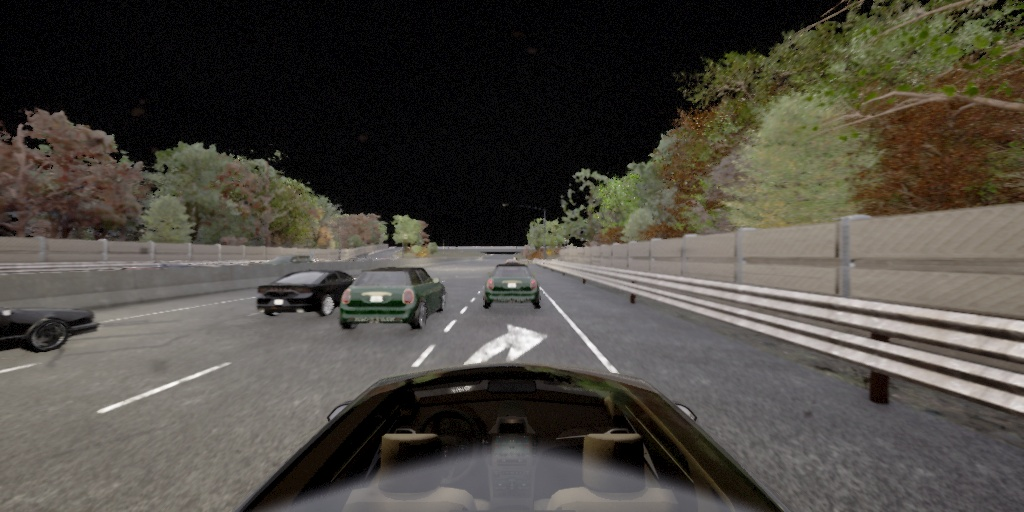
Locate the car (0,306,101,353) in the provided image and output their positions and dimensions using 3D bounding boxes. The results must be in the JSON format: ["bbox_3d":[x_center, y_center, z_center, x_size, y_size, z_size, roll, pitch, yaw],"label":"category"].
[{"bbox_3d":[-10.401,1.286,5.721,2.033,1.411,5.357,0,0,0],"label":"car"}]

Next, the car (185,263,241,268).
[{"bbox_3d":[-24.588,1.298,30.613,1.895,1.301,4.718,0,0,0],"label":"car"}]

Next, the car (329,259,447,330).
[{"bbox_3d":[-3.403,1.081,11.132,2.097,1.767,4.553,0,0,0],"label":"car"}]

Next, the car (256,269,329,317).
[{"bbox_3d":[-6.900,1.202,13.075,1.882,1.535,5.008,0,0,0],"label":"car"}]

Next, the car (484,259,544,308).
[{"bbox_3d":[-0.002,1.074,15.052,2.097,1.767,4.553,0,0,0],"label":"car"}]

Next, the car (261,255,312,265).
[{"bbox_3d":[-21.082,0.921,33.770,2.150,2.045,5.566,0,0,0],"label":"car"}]

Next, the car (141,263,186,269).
[{"bbox_3d":[-28.087,1.297,30.597,1.895,1.301,4.718,0,0,0],"label":"car"}]

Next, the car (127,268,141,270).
[{"bbox_3d":[-31.578,1.296,32.364,1.895,1.301,4.718,0,0,0],"label":"car"}]
